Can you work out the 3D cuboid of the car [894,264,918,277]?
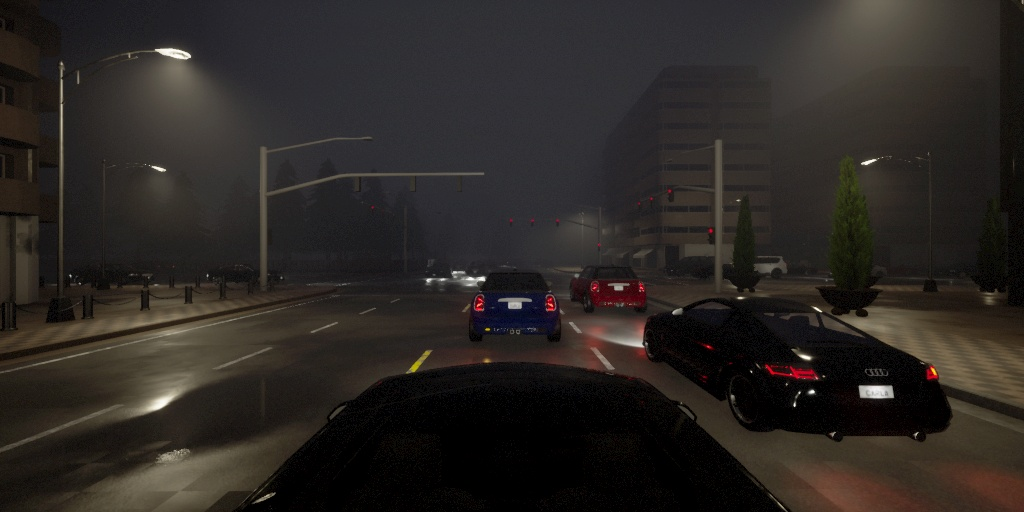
[{"bbox_3d":[38.224,1.406,36.638,4.718,1.301,1.895,0,0,0],"label":"car"}]

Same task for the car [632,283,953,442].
[{"bbox_3d":[3.606,1.314,5.557,1.994,1.385,4.181,0,0,0],"label":"car"}]

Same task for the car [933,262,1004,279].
[{"bbox_3d":[42.127,1.283,33.143,5.008,1.535,1.882,0,0,0],"label":"car"}]

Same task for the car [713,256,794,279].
[{"bbox_3d":[22.165,1.027,33.085,5.566,2.045,2.150,0,0,0],"label":"car"}]

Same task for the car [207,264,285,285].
[{"bbox_3d":[-18.998,1.297,25.721,4.902,1.511,2.128,0,0,0],"label":"car"}]

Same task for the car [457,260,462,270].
[{"bbox_3d":[-6.826,1.242,48.918,2.128,1.511,4.902,0,0,2],"label":"car"}]

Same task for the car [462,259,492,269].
[{"bbox_3d":[-3.528,1.278,36.892,2.128,1.511,4.902,0,0,0],"label":"car"}]

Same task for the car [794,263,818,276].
[{"bbox_3d":[28.178,1.406,36.607,4.718,1.301,1.895,0,0,0],"label":"car"}]

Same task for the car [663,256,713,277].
[{"bbox_3d":[18.418,1.027,36.569,5.566,2.045,2.150,0,0,0],"label":"car"}]

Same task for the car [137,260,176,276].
[{"bbox_3d":[-37.082,1.157,36.348,4.553,1.767,2.097,0,0,0],"label":"car"}]

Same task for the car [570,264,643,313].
[{"bbox_3d":[3.604,1.102,14.198,2.097,1.767,4.553,0,0,0],"label":"car"}]

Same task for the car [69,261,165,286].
[{"bbox_3d":[-28.532,1.297,25.684,4.902,1.511,2.128,0,0,0],"label":"car"}]

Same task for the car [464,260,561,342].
[{"bbox_3d":[0.082,1.102,9.970,2.097,1.767,4.553,0,0,0],"label":"car"}]

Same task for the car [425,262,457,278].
[{"bbox_3d":[-7.044,1.337,34.960,2.033,1.411,5.357,0,0,-1],"label":"car"}]

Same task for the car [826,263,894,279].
[{"bbox_3d":[31.802,1.331,33.118,4.674,1.442,1.812,0,0,0],"label":"car"}]

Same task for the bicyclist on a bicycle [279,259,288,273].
[{"bbox_3d":[-25.615,1.106,40.178,0.582,1.620,1.656,0,0,0],"label":"bicyclist on a bicycle"}]

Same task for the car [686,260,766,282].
[{"bbox_3d":[17.468,1.283,29.409,5.008,1.535,1.882,0,0,1],"label":"car"}]
